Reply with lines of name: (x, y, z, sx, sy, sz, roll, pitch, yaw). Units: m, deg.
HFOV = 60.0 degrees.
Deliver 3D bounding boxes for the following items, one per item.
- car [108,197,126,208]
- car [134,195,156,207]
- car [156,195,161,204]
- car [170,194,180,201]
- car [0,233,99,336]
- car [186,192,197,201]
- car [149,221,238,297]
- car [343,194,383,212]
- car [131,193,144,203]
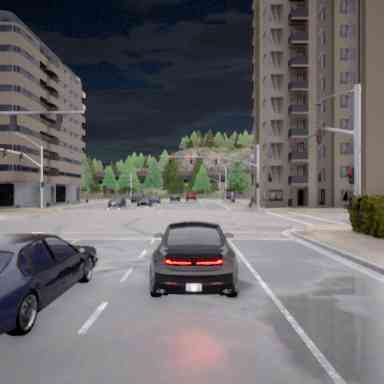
car: (-10.671, 1.458, 47.588, 2.128, 1.511, 4.902, 0, 0, 0)
car: (-7.167, 1.528, 50.946, 1.994, 1.385, 4.181, 0, 0, 0)
car: (-7.162, 1.307, 62.990, 2.097, 1.767, 4.553, 0, 0, 0)
car: (-3.634, 1.142, 72.985, 2.097, 1.767, 4.553, 0, 0, 0)
car: (-3.462, 1.543, 6.598, 2.033, 1.411, 5.357, 0, 0, 0)
car: (-0.134, 1.012, 73.051, 2.150, 2.045, 5.566, 0, 0, 0)
car: (0.048, 1.499, 8.528, 1.837, 1.490, 4.892, 0, 0, 0)
car: (18.772, 1.197, 34.649, 5.566, 2.045, 2.150, 0, 0, 1)
car: (-10.635, 1.178, 65.659, 2.150, 2.045, 5.566, 0, 0, 0)
